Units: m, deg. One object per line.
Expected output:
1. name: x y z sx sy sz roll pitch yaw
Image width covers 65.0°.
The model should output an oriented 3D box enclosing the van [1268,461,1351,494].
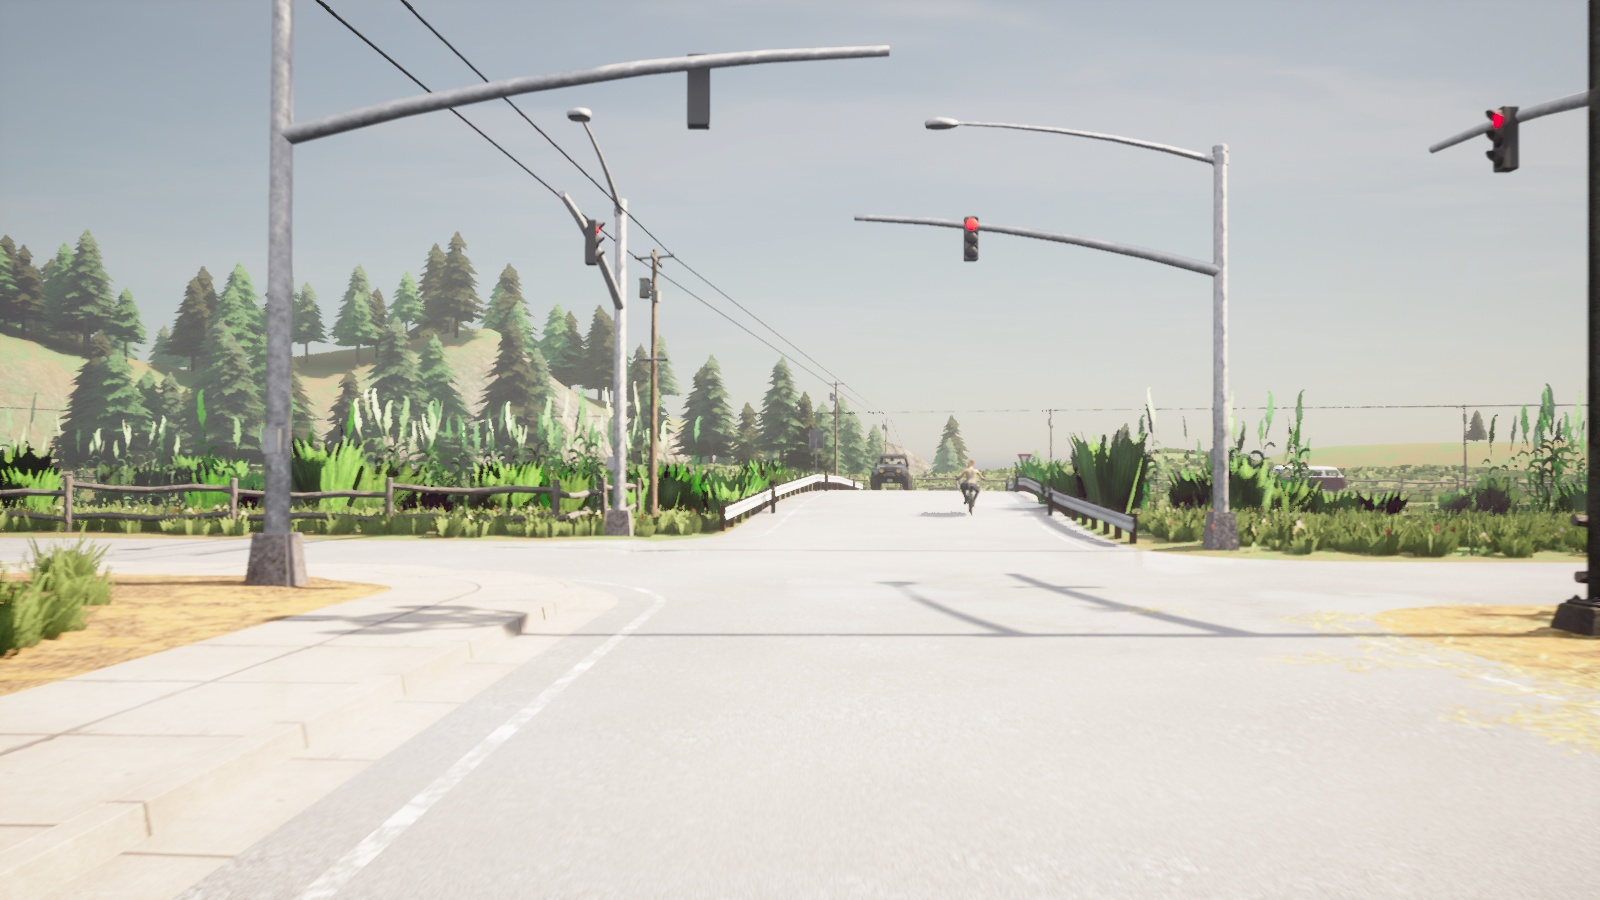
1. van: 32.763 1.760 80.837 4.480 2.038 2.069 0 -1 6

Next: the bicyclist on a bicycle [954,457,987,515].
1. bicyclist on a bicycle: 5.012 1.044 36.978 0.866 1.612 1.509 0 2 5

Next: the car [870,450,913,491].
1. car: 4.550 1.051 62.020 1.905 1.878 3.866 0 -3 8
